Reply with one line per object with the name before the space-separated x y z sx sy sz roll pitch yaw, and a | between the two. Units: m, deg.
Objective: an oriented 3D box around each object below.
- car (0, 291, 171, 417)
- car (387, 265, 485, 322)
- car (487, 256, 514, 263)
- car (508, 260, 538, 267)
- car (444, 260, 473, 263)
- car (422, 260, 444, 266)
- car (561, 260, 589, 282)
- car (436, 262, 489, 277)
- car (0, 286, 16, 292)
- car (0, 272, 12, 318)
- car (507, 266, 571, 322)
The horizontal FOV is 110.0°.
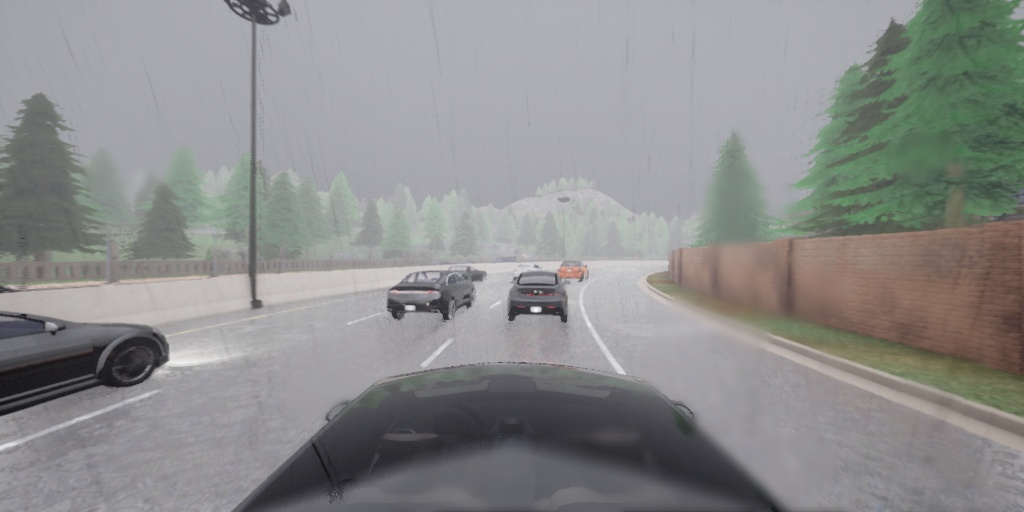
car | -6.714 1.283 4.207 1.994 1.385 4.181 0 0 2
car | -2.560 1.238 12.392 2.128 1.511 4.902 0 0 7
car | -1.486 1.010 49.845 2.150 2.045 5.566 0 0 29
car | 1.425 1.308 29.888 1.812 1.442 4.674 0 0 18
car | -6.365 1.307 48.176 2.033 1.411 5.357 0 0 26
car | -9.969 1.290 48.733 2.033 1.411 5.357 0 0 26
car | 5.147 1.153 29.906 2.097 1.767 4.553 0 0 19
car | -3.422 1.356 26.020 1.895 1.301 4.718 0 0 15
car | -13.738 1.289 8.198 1.895 1.301 4.718 0 0 4
car | -17.220 1.219 8.885 2.033 1.411 5.357 0 0 4
car | 0.974 1.269 12.546 1.837 1.490 4.892 0 0 7
